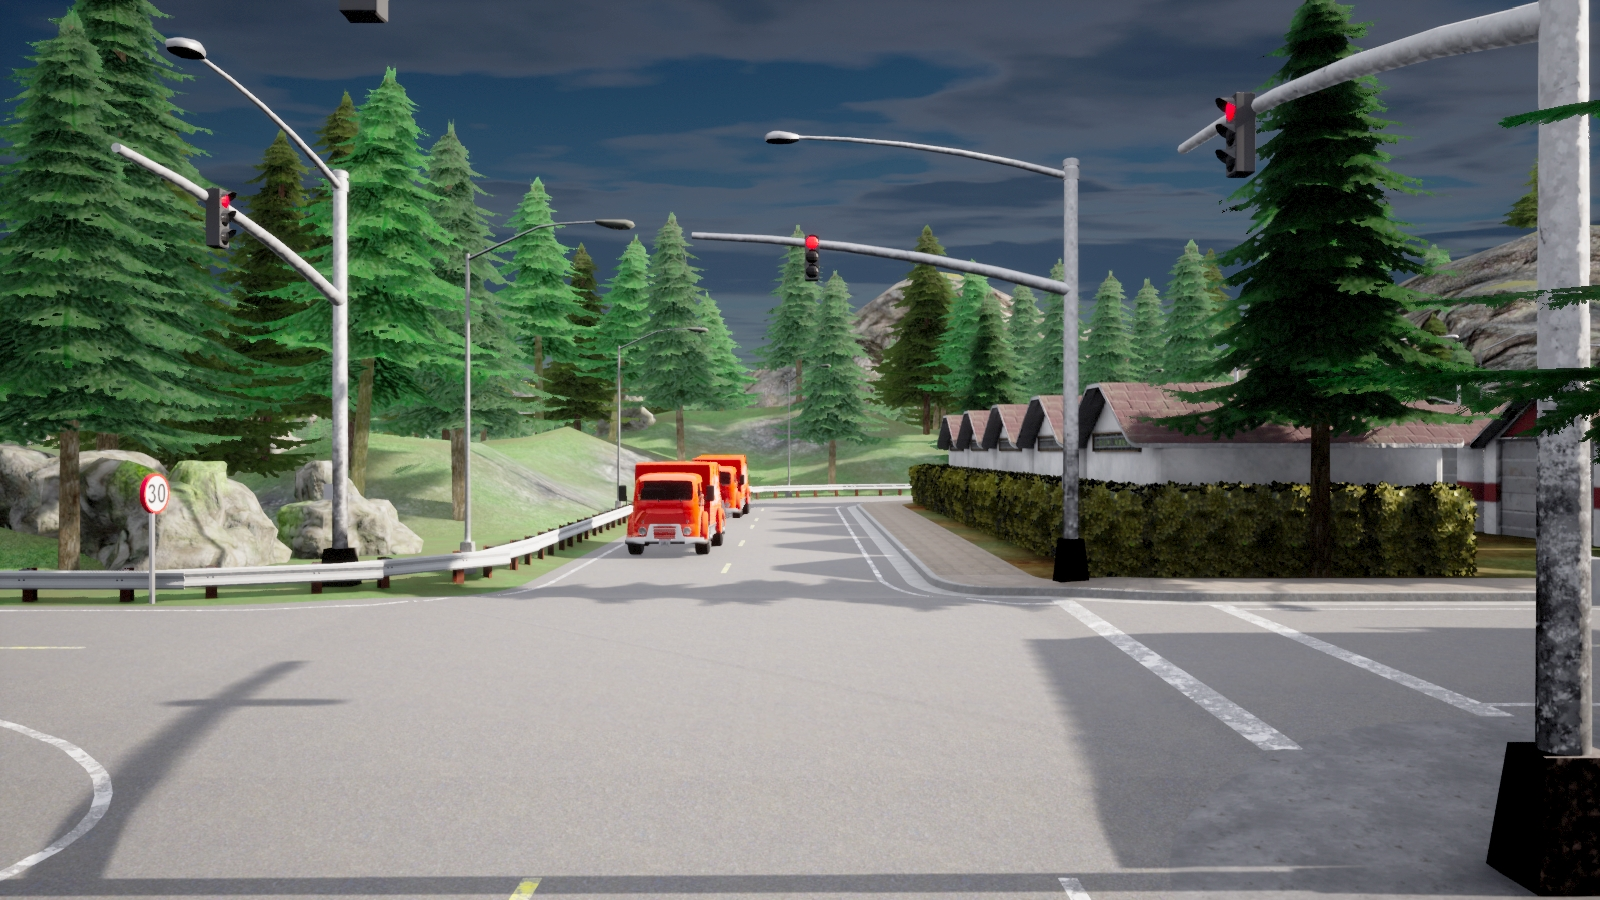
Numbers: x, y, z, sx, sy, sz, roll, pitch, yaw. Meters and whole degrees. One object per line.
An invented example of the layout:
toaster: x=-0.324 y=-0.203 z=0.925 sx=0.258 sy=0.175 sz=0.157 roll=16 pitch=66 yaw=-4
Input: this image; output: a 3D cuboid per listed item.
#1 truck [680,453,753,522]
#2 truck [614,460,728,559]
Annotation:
truck: x=-3.447 y=1.517 z=48.109 sx=2.627 sy=2.467 sz=5.204 roll=0 pitch=3 yaw=1
truck: x=-3.498 y=1.559 z=32.087 sx=2.627 sy=2.467 sz=5.204 roll=0 pitch=0 yaw=0
